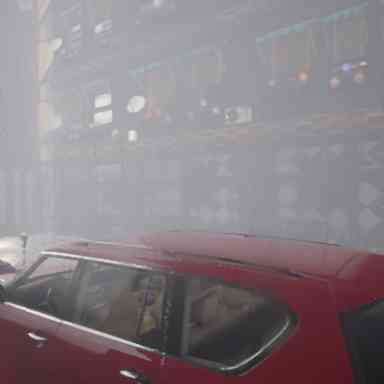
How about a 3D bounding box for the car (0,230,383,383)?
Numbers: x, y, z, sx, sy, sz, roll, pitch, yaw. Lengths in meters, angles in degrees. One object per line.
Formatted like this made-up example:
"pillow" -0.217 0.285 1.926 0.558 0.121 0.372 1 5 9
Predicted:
"car" -0.525 1.310 3.225 5.009 1.841 2.192 0 -1 36
